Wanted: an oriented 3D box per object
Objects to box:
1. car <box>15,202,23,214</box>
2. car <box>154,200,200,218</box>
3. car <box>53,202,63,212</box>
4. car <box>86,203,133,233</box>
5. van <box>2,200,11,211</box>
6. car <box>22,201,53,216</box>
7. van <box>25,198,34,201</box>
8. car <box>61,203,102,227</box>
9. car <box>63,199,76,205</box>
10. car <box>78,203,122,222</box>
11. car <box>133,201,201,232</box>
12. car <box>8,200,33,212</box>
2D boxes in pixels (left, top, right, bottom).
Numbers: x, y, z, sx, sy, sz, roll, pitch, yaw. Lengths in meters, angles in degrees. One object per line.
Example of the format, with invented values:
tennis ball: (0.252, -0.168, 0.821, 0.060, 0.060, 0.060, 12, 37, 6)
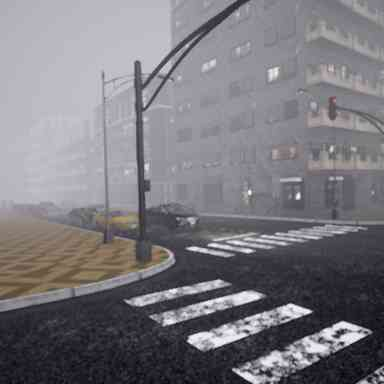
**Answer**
car: (-21.557, 2.193, 43.728, 1.802, 1.307, 4.206, -4, 1, -36)
car: (-1.427, 1.492, 30.459, 2.008, 1.369, 4.403, -4, 1, -36)
car: (-19.807, 2.038, 45.844, 1.837, 1.490, 4.892, -2, 0, -36)
car: (-4.730, 1.656, 20.804, 1.752, 1.417, 4.829, -4, 1, -36)
van: (-31.608, 2.240, 57.397, 1.690, 1.788, 3.998, -4, 1, -36)
car: (-18.213, 2.060, 39.170, 1.887, 1.381, 4.507, -4, 1, -36)
van: (-41.591, 2.433, 85.145, 1.690, 1.788, 3.998, -4, 1, -36)
car: (-8.174, 1.794, 25.499, 1.947, 1.339, 4.313, -4, 1, -36)
car: (-21.509, 1.955, 57.802, 1.967, 1.590, 4.097, -4, 1, -36)
car: (-8.499, 1.756, 30.336, 2.033, 1.411, 5.357, -2, 0, -36)
car: (-1.401, 1.497, 20.660, 2.128, 1.511, 4.902, -2, 0, -36)
car: (-24.905, 2.252, 48.285, 1.887, 1.381, 4.507, -4, 1, -36)
